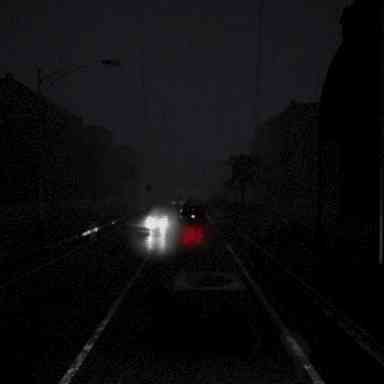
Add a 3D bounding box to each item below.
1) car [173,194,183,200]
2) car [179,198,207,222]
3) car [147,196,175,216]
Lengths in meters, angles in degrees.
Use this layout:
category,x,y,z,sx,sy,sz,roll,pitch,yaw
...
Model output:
category,x,y,z,sx,sy,sz,roll,pitch,yaw
car,-3.037,1.117,72.516,1.882,1.535,5.008,0,0,0
car,0.086,1.451,25.612,1.837,1.490,4.892,0,0,0
car,-3.112,1.410,31.564,2.128,1.511,4.902,0,0,0
